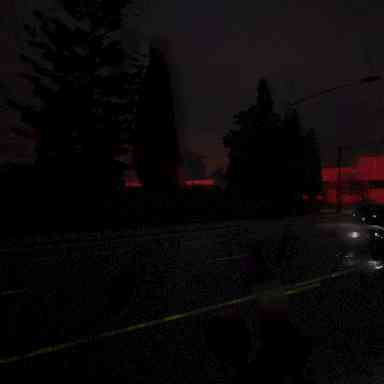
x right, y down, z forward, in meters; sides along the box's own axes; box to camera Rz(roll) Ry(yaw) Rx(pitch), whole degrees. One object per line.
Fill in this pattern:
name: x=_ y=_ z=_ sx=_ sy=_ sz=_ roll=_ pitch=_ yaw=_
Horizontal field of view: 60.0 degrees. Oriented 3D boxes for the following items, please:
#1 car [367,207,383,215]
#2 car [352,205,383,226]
car: x=33.988 y=3.429 z=61.429 sx=1.895 sy=1.301 sz=4.718 roll=1 pitch=-2 yaw=13
car: x=13.690 y=1.693 z=25.332 sx=1.812 sy=1.442 sz=4.674 roll=0 pitch=-1 yaw=41
